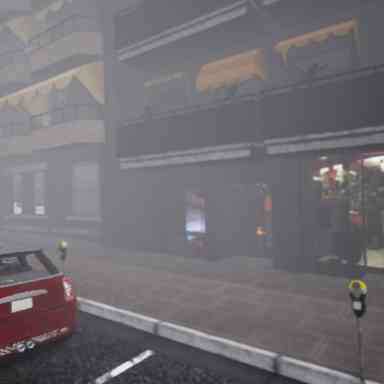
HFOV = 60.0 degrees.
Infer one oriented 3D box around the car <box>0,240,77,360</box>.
[{"bbox_3d":[-3.747,1.480,5.375,4.097,1.590,1.967,-1,-2,36],"label":"car"}]
